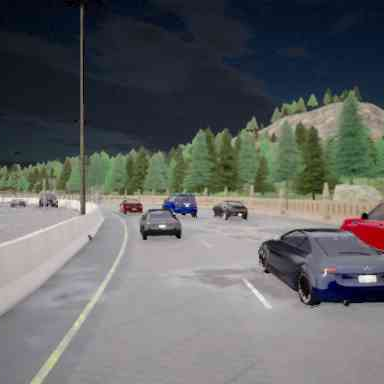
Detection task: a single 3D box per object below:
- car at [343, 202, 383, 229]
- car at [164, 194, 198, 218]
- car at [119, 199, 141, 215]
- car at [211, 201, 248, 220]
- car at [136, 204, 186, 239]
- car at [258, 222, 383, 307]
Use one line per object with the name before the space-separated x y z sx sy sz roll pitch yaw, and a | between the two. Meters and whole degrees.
car | 6.467 1.197 9.529 2.150 2.045 5.566 0 0 -5
car | -1.167 1.227 30.037 2.150 2.045 5.566 0 0 -17
car | -6.417 1.504 34.584 1.882 1.535 5.008 0 0 -19
car | 3.069 1.494 27.827 1.837 1.490 4.892 0 0 -15
car | -1.744 1.572 17.508 1.994 1.385 4.181 0 0 -10
car | 3.033 1.552 8.057 1.994 1.385 4.181 0 0 -5
